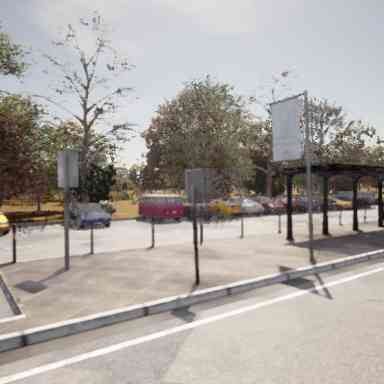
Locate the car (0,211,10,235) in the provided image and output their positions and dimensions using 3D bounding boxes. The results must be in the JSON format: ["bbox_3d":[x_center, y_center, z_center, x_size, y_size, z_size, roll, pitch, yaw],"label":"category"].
[{"bbox_3d":[-11.337,1.472,18.367,1.946,1.575,5.366,-1,0,-36],"label":"car"}]

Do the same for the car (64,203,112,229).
[{"bbox_3d":[-6.914,1.462,21.726,2.163,1.488,4.792,-1,0,-36],"label":"car"}]

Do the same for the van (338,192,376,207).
[{"bbox_3d":[20.217,0.965,41.036,1.878,1.987,4.442,0,0,-36],"label":"van"}]

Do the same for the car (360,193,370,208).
[{"bbox_3d":[17.878,1.240,39.542,2.163,1.488,4.792,0,0,-36],"label":"car"}]

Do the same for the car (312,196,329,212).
[{"bbox_3d":[11.128,1.269,34.667,2.231,1.521,4.892,0,0,-36],"label":"car"}]

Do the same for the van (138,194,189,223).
[{"bbox_3d":[-2.487,1.164,25.073,1.878,1.987,4.442,-1,0,-36],"label":"van"}]

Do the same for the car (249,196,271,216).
[{"bbox_3d":[4.355,1.368,29.824,2.002,1.452,4.674,-1,0,-36],"label":"car"}]

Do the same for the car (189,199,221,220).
[{"bbox_3d":[-0.159,1.409,26.592,2.002,1.452,4.674,-1,0,-36],"label":"car"}]

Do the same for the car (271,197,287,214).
[{"bbox_3d":[6.592,1.182,31.466,2.185,1.767,4.553,-1,0,-36],"label":"car"}]

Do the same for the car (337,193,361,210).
[{"bbox_3d":[15.745,1.226,37.750,1.946,1.575,5.366,0,0,-36],"label":"car"}]

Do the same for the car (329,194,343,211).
[{"bbox_3d":[13.364,1.278,36.311,2.163,1.488,4.792,-1,0,-36],"label":"car"}]

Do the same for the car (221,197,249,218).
[{"bbox_3d":[2.100,1.348,28.207,2.097,1.535,5.008,-1,0,-36],"label":"car"}]

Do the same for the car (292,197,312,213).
[{"bbox_3d":[8.864,1.287,33.062,2.097,1.535,5.008,-1,0,-36],"label":"car"}]
